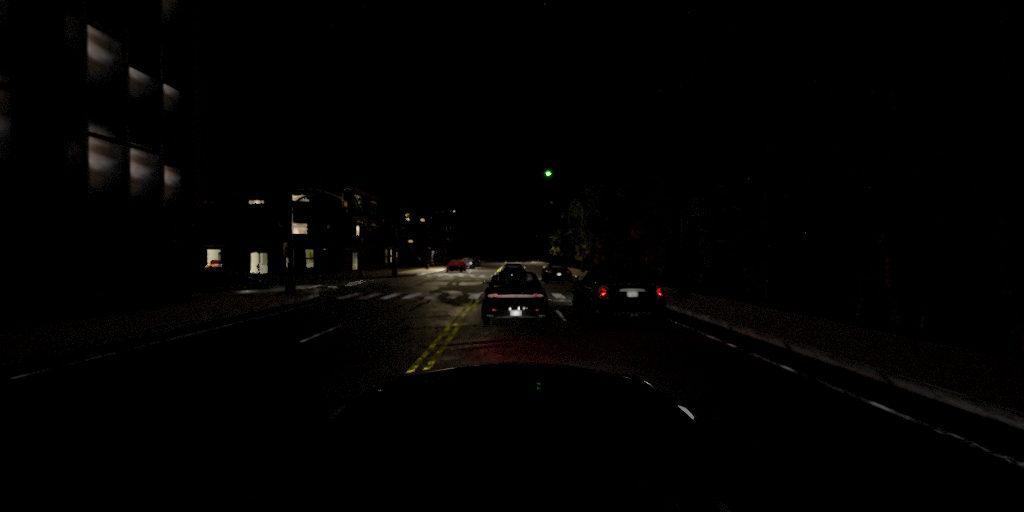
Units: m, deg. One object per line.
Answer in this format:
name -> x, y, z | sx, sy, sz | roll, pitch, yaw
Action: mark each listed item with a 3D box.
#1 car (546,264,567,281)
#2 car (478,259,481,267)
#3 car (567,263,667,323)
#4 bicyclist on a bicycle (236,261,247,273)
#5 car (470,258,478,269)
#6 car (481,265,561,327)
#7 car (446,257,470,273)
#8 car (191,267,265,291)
car -> 3.352, 1.262, 27.462 | 1.994, 1.385, 4.181 | 0, 0, 0
car -> -6.596, 1.178, 63.367 | 2.033, 1.411, 5.357 | 0, 0, 0
car -> 3.351, 1.081, 12.096 | 2.097, 1.767, 4.553 | 0, 0, 0
bicyclist on a bicycle -> -24.967, 1.282, 33.145 | 0.582, 1.620, 1.656 | -1, 1, -1
car -> -6.639, 1.003, 52.738 | 2.097, 1.767, 4.553 | 0, 0, 0
car -> 0.066, 1.222, 11.486 | 2.128, 1.511, 4.902 | 0, 0, -1
car -> -6.626, 1.147, 42.942 | 1.882, 1.535, 5.008 | 0, 0, 0
car -> -19.730, 1.482, 24.526 | 5.008, 1.535, 1.882 | -1, 1, 0
